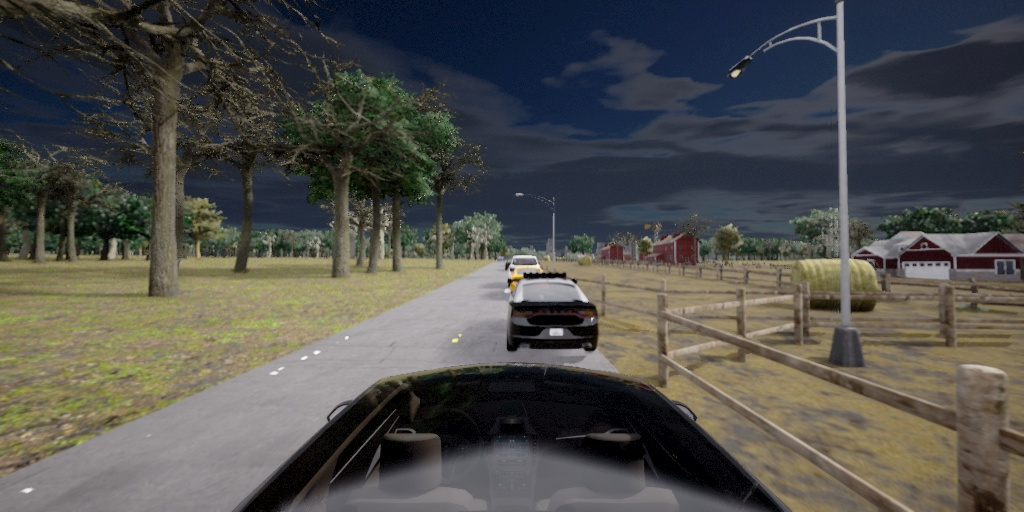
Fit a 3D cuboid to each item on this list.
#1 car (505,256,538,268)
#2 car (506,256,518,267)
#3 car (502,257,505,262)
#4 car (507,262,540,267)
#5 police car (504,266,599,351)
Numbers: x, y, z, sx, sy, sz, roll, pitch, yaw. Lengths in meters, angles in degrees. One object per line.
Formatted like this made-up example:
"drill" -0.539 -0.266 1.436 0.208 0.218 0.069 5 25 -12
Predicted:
"car" 0.821 1.020 25.174 2.150 2.045 5.566 0 0 0
"car" -0.008 0.945 61.660 2.097 1.767 4.553 0 0 0
"car" 0.033 1.166 48.513 1.882 1.535 5.008 0 0 1
"car" 0.822 1.290 19.140 1.882 1.535 5.008 0 0 0
"police car" 0.823 1.224 9.249 1.930 1.638 5.238 0 0 0
